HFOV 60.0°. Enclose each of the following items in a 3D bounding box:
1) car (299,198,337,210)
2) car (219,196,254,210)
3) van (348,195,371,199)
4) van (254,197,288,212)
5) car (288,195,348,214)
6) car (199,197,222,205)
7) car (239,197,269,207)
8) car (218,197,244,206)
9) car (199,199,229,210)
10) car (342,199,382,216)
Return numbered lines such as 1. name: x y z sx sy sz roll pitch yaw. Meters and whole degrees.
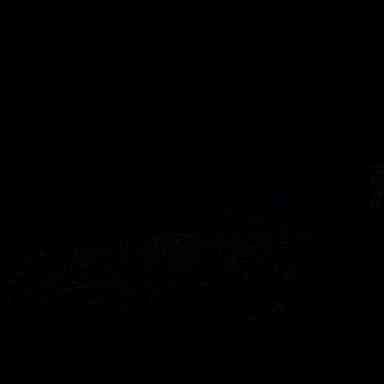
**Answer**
1. car: 16.703 1.544 44.341 1.947 1.339 4.313 -2 0 -36
2. car: 6.465 1.475 43.997 2.192 1.841 5.009 -2 0 -36
3. van: 19.999 1.264 39.719 1.690 1.788 3.998 -2 0 -36
4. van: 9.767 1.448 39.376 1.690 1.788 3.998 -2 0 -36
5. car: 13.068 1.367 34.755 2.192 1.841 5.009 -2 0 -36
6. car: 3.496 1.735 62.823 2.008 1.369 4.403 -2 0 -36
7. car: 10.000 1.610 53.720 1.752 1.417 4.829 -2 0 -36
8. car: 6.798 1.679 58.203 1.887 1.381 4.507 -2 0 -36
9. car: 3.168 1.763 48.620 2.008 1.369 4.403 -2 0 -36
10. car: 16.378 1.577 30.135 1.802 1.307 4.206 -2 0 -36
